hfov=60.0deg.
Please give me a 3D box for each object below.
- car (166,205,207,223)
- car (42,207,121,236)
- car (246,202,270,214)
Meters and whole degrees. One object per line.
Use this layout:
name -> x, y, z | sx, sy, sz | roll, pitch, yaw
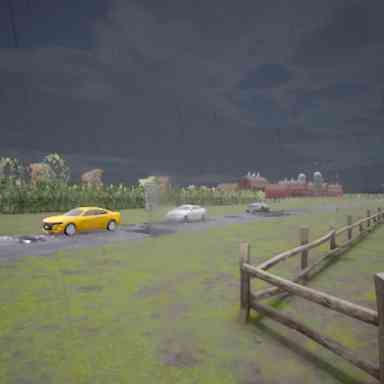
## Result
car -> -0.389, 1.882, 29.631 | 1.812, 1.442, 4.674 | 0, -1, 34
car -> -6.611, 1.698, 20.375 | 1.882, 1.535, 5.008 | 0, -1, 34
car -> 8.585, 2.075, 42.931 | 1.812, 1.442, 4.674 | 0, -1, 34
